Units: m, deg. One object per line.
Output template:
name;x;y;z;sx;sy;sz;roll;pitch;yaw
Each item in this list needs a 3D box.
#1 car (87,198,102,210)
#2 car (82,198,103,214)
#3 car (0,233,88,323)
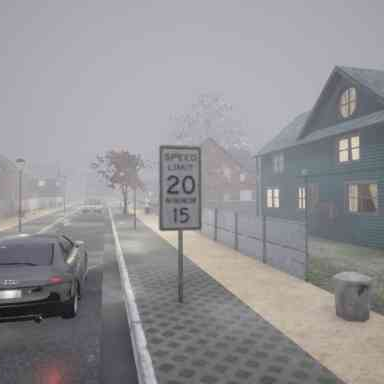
car;-13.478;1.616;46.221;1.837;1.490;4.892;0;0;-14
car;-10.956;1.682;36.675;1.895;1.301;4.718;0;0;-14
car;-3.358;1.576;7.155;1.994;1.385;4.181;0;0;-15
